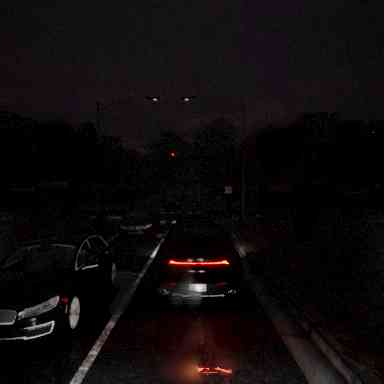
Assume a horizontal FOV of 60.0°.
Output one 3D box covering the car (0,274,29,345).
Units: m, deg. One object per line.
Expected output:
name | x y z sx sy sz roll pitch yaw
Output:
car | -2.658 1.550 1.088 2.008 1.369 4.403 -2 0 0

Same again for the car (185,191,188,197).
car | -2.602 1.319 71.908 2.192 1.841 5.009 -1 0 0

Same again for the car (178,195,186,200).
car | -2.578 1.443 88.529 2.008 1.369 4.403 -1 0 0

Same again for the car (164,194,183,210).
car | -2.627 1.490 44.209 1.967 1.590 4.097 -2 0 0

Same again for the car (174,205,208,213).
car | 0.145 1.604 18.621 1.895 1.301 4.718 0 0 1

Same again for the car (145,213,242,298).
car | 0.110 1.503 8.490 1.837 1.490 4.892 0 0 0

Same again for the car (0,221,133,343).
car | -2.654 1.549 6.537 2.008 1.369 4.403 -2 0 0

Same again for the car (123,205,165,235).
car | -2.644 1.585 17.432 1.802 1.307 4.206 -2 0 0

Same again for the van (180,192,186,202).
van | -2.606 1.369 66.365 1.690 1.788 3.998 -1 0 0

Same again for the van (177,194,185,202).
van | -2.594 1.314 77.445 1.690 1.788 3.998 -1 0 0

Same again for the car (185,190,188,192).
car | -2.576 1.146 94.078 2.192 1.841 5.009 -1 1 0
